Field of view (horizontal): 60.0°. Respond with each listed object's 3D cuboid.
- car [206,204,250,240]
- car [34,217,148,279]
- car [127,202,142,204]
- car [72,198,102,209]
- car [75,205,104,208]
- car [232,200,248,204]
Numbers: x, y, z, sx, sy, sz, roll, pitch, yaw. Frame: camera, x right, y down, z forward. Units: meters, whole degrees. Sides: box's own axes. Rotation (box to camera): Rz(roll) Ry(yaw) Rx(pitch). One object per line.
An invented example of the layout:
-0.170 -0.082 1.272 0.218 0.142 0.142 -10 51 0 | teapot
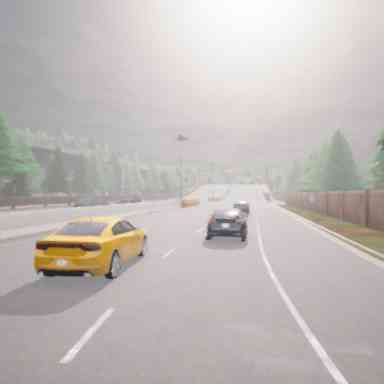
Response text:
1.926 1.597 17.623 2.163 1.488 4.792 1 0 10 | car
-2.741 1.490 10.177 1.882 1.535 5.008 0 0 6 | car
-9.575 1.443 52.954 2.150 2.045 5.566 1 0 10 | car
-14.421 1.542 45.976 1.837 1.490 4.892 1 -1 11 | car
-9.638 1.582 33.305 2.033 1.411 5.357 1 0 11 | car
5.640 1.708 38.278 2.128 1.511 4.902 1 0 10 | car
